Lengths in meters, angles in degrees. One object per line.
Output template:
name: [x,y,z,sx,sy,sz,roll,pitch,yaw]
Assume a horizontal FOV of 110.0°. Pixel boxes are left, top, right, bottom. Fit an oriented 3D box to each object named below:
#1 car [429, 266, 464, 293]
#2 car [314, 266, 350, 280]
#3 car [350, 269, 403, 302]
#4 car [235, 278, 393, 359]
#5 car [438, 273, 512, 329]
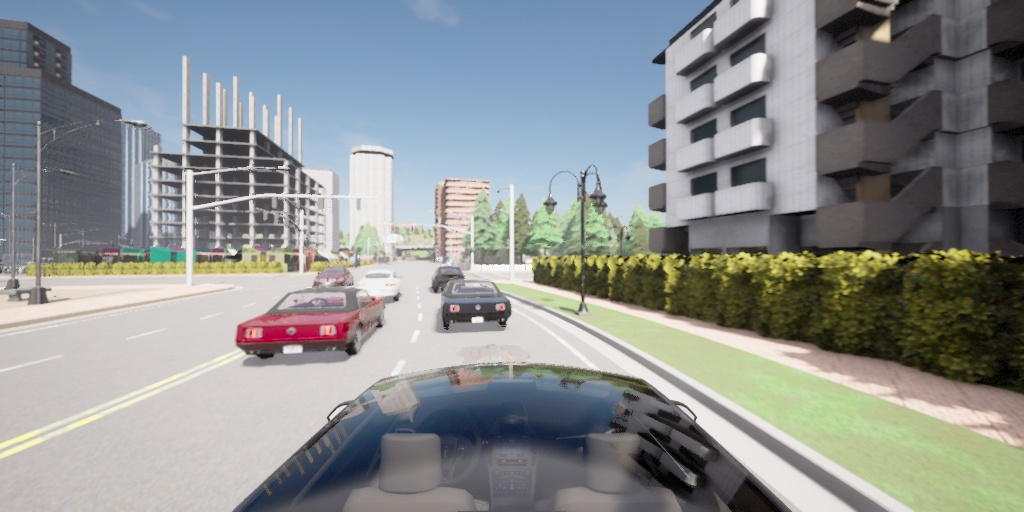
car: [-3.942,1.367,22.062,1.837,1.490,4.892,0,0,-15]
car: [-11.761,1.429,23.922,1.812,1.442,4.674,0,0,-15]
car: [-6.341,1.372,17.400,1.812,1.442,4.674,0,0,-14]
car: [-4.304,1.397,8.618,1.895,1.301,4.718,0,0,-10]
car: [-1.340,1.404,11.602,1.895,1.301,4.718,0,0,-11]
